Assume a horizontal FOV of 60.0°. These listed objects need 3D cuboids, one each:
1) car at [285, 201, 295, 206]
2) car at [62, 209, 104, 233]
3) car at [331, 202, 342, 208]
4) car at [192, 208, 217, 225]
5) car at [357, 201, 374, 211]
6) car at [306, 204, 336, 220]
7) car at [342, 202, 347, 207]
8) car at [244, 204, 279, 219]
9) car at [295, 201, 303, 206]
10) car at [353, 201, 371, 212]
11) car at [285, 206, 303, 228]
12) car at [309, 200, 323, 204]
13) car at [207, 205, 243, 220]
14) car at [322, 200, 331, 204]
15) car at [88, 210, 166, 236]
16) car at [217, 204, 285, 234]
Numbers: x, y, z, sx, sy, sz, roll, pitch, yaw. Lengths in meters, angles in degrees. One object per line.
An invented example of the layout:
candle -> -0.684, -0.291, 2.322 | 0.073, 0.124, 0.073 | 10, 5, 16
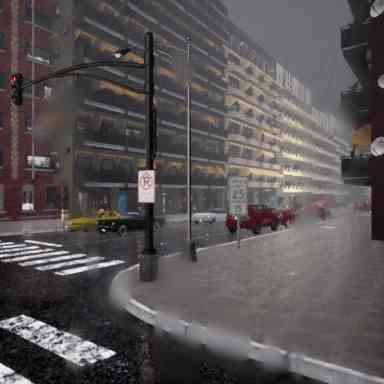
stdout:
car -> 13.333, 2.446, 49.792 | 1.752, 1.417, 4.829 | -1, -2, 35
car -> -6.165, 1.834, 21.962 | 1.752, 1.417, 4.829 | -1, -2, 35
car -> 32.931, 3.067, 77.762 | 1.887, 1.381, 4.507 | -1, -2, 35
car -> 1.962, 2.093, 29.022 | 1.895, 1.301, 4.718 | 0, -1, 35
car -> 33.300, 2.622, 63.751 | 2.192, 1.841, 5.009 | -1, -2, 35
car -> 13.804, 2.284, 35.914 | 1.802, 1.307, 4.206 | -1, -2, 35
car -> 39.432, 3.282, 87.040 | 1.947, 1.339, 4.313 | -1, -2, 35
car -> 7.939, 2.171, 37.532 | 2.128, 1.511, 4.902 | 0, -1, 35
car -> 16.680, 2.340, 54.576 | 2.192, 1.841, 5.009 | -1, -2, 35
car -> 30.050, 2.522, 59.112 | 2.192, 1.841, 5.009 | -1, -2, 35
car -> 7.304, 2.043, 26.638 | 1.887, 1.381, 4.507 | -1, -2, 35
car -> 23.182, 2.771, 63.847 | 1.887, 1.381, 4.507 | -1, -2, 35
car -> 3.682, 2.164, 36.016 | 1.887, 1.381, 4.507 | -1, -2, 35
car -> 26.429, 2.640, 68.490 | 2.192, 1.841, 5.009 | -1, -2, 35
car -> -3.787, 1.911, 20.817 | 1.895, 1.301, 4.718 | 0, -1, 35
car -> 4.053, 1.711, 22.006 | 2.192, 1.841, 5.009 | -1, -2, 35
